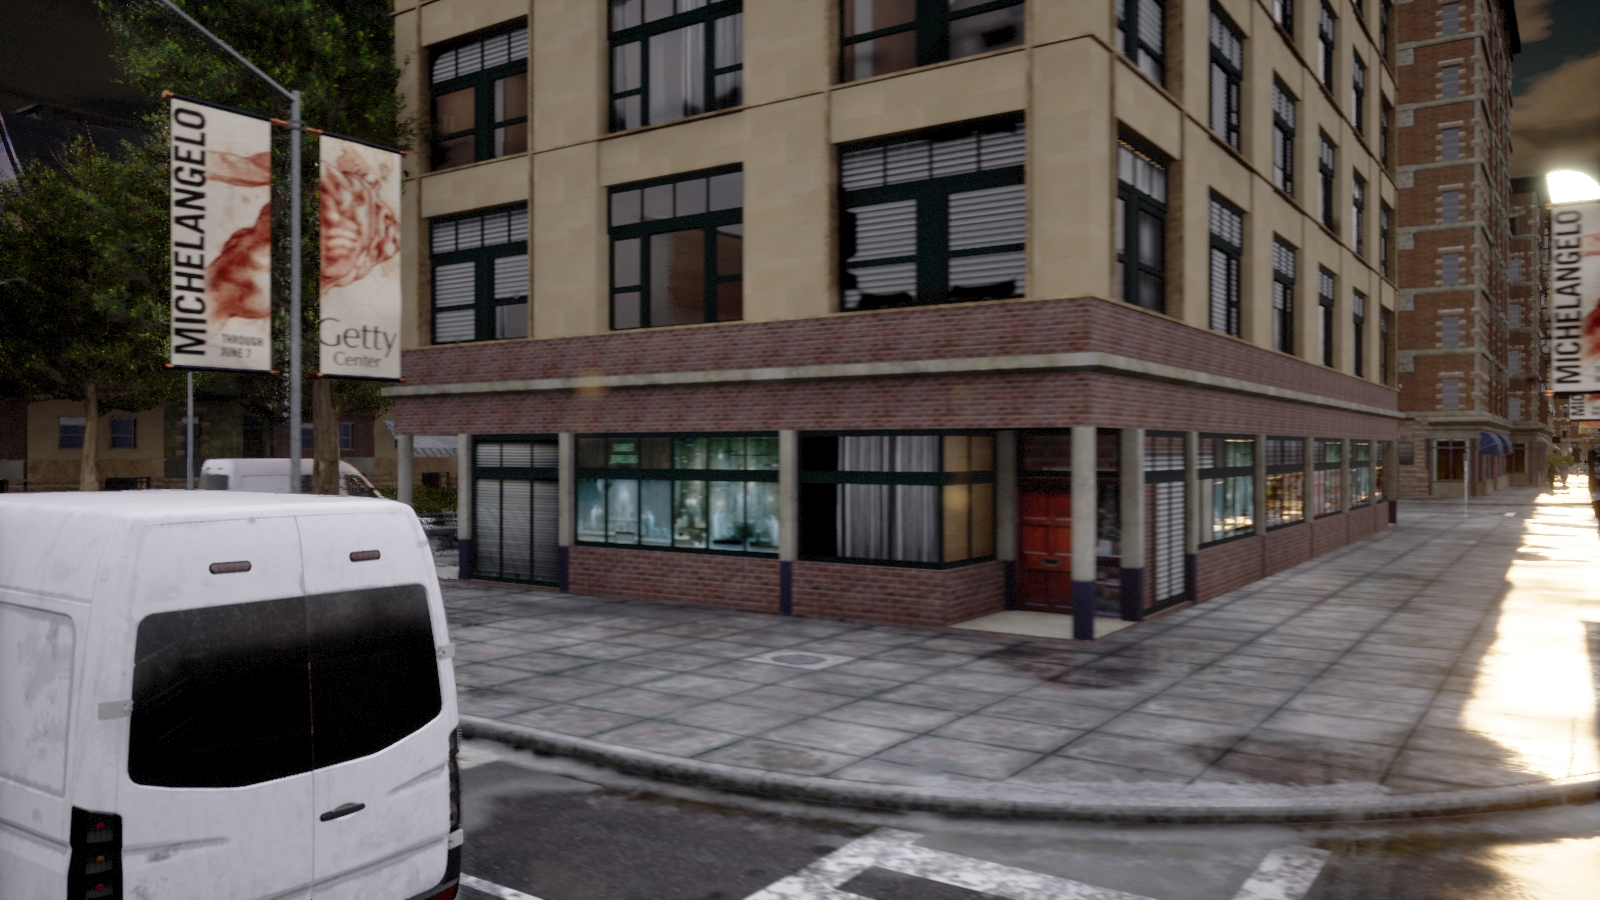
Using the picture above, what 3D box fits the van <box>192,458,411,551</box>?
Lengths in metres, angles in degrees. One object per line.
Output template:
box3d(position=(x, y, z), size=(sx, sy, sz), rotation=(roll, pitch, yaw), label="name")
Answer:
box3d(position=(-14.934, 1.531, 34.651), size=(1.988, 2.561, 5.915), rotation=(0, 0, 35), label="van")

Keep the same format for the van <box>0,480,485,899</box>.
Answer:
box3d(position=(-4.703, 1.533, 7.092), size=(5.915, 2.561, 1.988), rotation=(0, 0, 35), label="van")
